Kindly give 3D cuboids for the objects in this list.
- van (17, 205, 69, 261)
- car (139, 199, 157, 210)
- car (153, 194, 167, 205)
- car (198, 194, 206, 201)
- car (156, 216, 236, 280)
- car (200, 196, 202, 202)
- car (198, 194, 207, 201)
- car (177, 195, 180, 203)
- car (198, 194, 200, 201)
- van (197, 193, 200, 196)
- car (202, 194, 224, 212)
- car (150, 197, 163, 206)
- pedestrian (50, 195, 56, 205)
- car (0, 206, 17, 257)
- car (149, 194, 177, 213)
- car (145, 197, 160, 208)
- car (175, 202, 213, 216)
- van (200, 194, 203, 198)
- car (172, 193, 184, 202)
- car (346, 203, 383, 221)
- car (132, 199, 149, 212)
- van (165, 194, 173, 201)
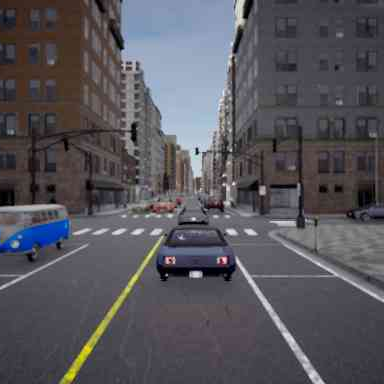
[{"bbox_3d":[-5.862,1.373,12.038,1.690,1.788,3.998,0,0,0],"label":"van"},{"bbox_3d":[-5.869,1.615,44.709,1.947,1.339,4.313,0,0,0],"label":"car"},{"bbox_3d":[-5.873,1.365,61.674,2.192,1.841,5.009,0,0,0],"label":"car"},{"bbox_3d":[2.645,1.359,89.938,2.192,1.841,5.009,0,0,0],"label":"car"},{"bbox_3d":[0.095,1.629,9.952,1.895,1.301,4.718,0,0,0],"label":"car"},{"bbox_3d":[2.655,1.595,50.341,1.887,1.381,4.507,0,0,0],"label":"car"},{"bbox_3d":[2.647,1.360,84.281,2.192,1.841,5.009,0,0,0],"label":"car"},{"bbox_3d":[-3.098,1.554,47.731,1.837,1.490,4.892,0,0,0],"label":"car"},{"bbox_3d":[2.651,1.575,67.482,1.752,1.417,4.829,0,0,0],"label":"car"},{"bbox_3d":[2.649,1.388,78.624,1.690,1.788,3.998,0,0,0],"label":"van"},{"bbox_3d":[2.659,1.363,39.029,2.192,1.841,5.009,0,0,0],"label":"car"},{"bbox_3d":[-5.872,1.575,55.849,1.752,1.417,4.829,0,0,0],"label":"car"},{"bbox_3d":[-12.560,1.180,30.003,0.375,1.860,0.375,0,0,1],"label":"pedestrian"},{"bbox_3d":[-5.860,1.333,6.397,2.192,1.841,5.009,0,0,0],"label":"car"},{"bbox_3d":[-3.159,1.399,37.686,2.097,1.767,4.553,0,0,2],"label":"car"},{"bbox_3d":[-5.870,1.575,50.194,1.752,1.417,4.829,0,0,0],"label":"car"},{"bbox_3d":[0.096,1.589,22.111,1.994,1.385,4.181,0,0,0],"label":"car"},{"bbox_3d":[2.654,1.391,55.999,1.690,1.788,3.998,0,0,0],"label":"van"},{"bbox_3d":[-3.066,1.272,57.583,2.150,2.045,5.566,0,0,1],"label":"car"},{"bbox_3d":[14.638,1.598,26.562,4.181,1.385,1.994,0,0,1],"label":"car"},{"bbox_3d":[-5.867,1.573,38.884,1.752,1.417,4.829,0,0,0],"label":"car"},{"bbox_3d":[-5.878,1.386,84.294,1.690,1.788,3.998,0,0,0],"label":"van"}]
